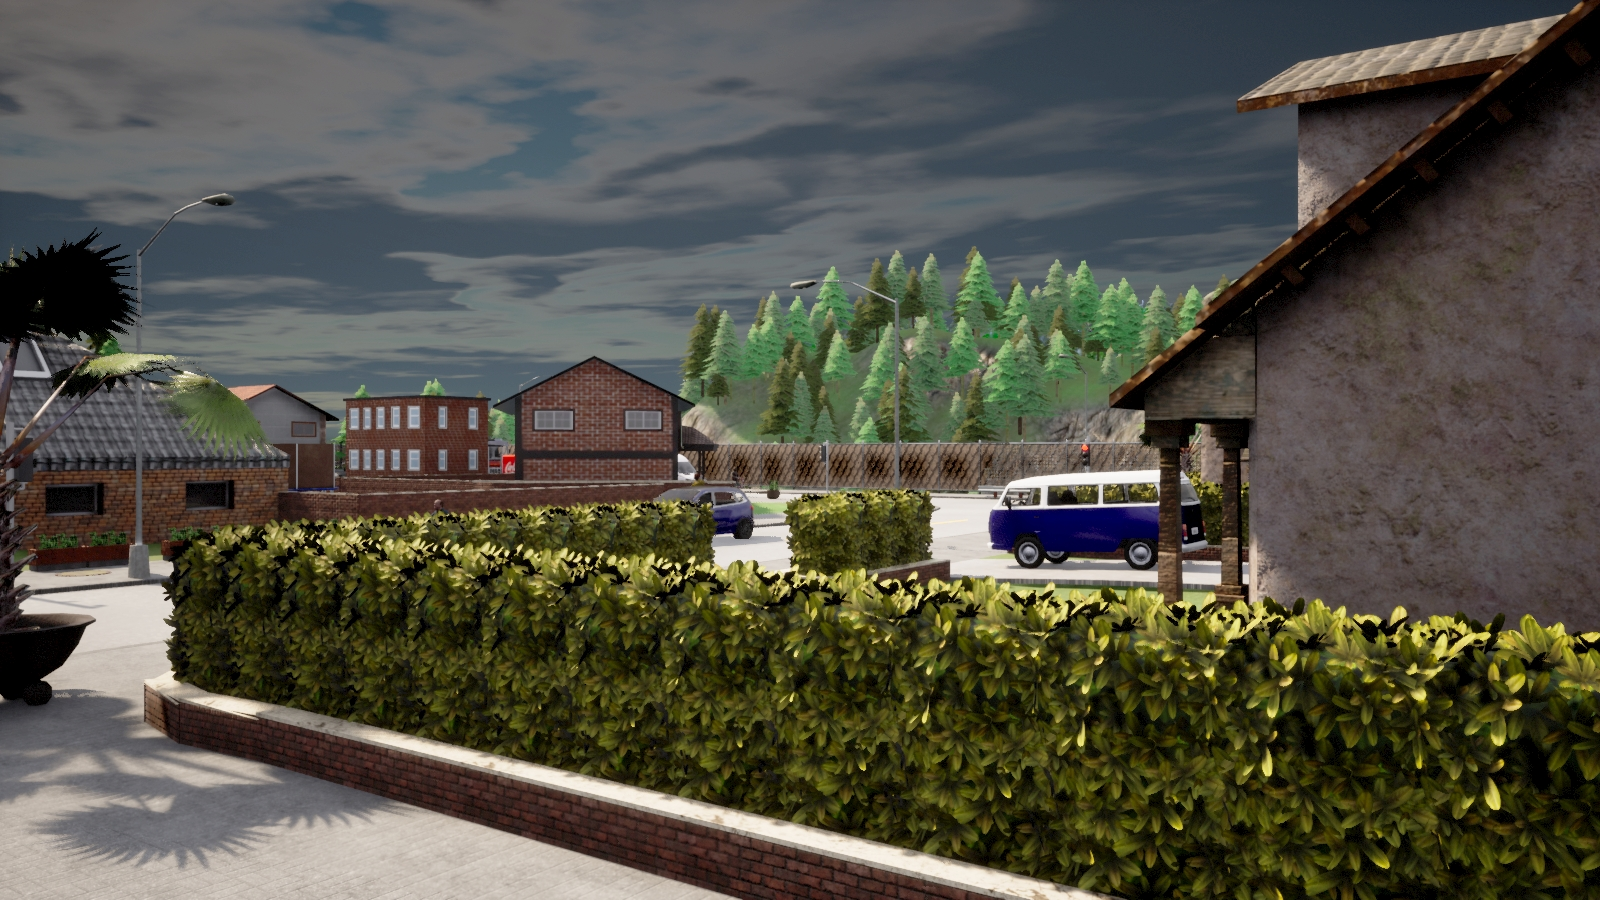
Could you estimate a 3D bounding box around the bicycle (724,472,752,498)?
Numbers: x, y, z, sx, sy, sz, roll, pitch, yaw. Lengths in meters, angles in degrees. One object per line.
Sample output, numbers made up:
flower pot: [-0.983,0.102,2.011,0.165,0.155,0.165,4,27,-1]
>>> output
bicycle: [-3.643,2.044,67.431,1.835,1.471,0.329,0,0,35]

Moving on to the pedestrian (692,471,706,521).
pedestrian: [-3.801,1.732,43.149,0.375,1.860,0.375,0,0,38]

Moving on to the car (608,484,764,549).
car: [-3.381,1.958,34.696,2.242,1.667,4.611,0,0,35]
